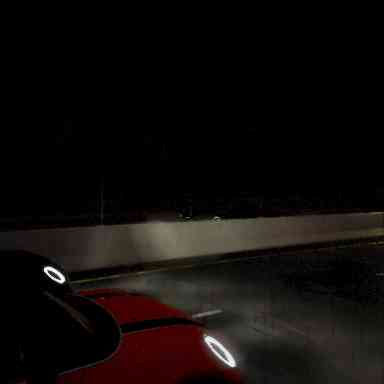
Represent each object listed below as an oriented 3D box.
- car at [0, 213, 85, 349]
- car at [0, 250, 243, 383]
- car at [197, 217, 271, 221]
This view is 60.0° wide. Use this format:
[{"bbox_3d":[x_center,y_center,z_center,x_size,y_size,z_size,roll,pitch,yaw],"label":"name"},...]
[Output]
[{"bbox_3d":[-4.203,1.337,4.954,4.553,1.767,2.097,0,0,-35],"label":"car"},{"bbox_3d":[-1.750,1.344,2.394,4.553,1.767,2.097,0,0,-35],"label":"car"},{"bbox_3d":[2.416,1.332,17.447,4.553,1.767,2.097,0,0,-28],"label":"car"}]
